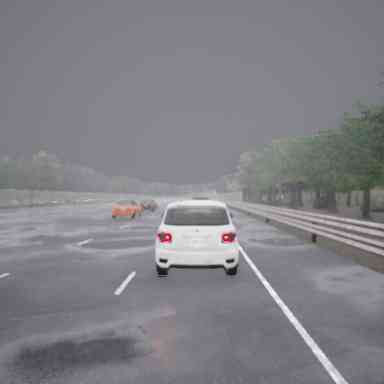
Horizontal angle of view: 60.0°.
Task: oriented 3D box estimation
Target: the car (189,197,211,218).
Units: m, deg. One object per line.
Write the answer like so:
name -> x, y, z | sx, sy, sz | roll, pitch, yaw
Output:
car -> 0.882, 1.530, 35.693 | 2.150, 2.045, 5.566 | 0, 0, 2

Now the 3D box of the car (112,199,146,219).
car -> -6.123, 1.587, 32.014 | 2.097, 1.767, 4.553 | 0, -1, 2

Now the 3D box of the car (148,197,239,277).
car -> 0.161, 1.266, 10.561 | 2.150, 2.045, 5.566 | 0, 0, 1

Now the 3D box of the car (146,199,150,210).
car -> -5.808, 1.747, 44.448 | 2.097, 1.767, 4.553 | 0, -1, 1

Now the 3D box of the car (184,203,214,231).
car -> 0.504, 1.621, 22.859 | 1.882, 1.535, 5.008 | 0, 0, 2

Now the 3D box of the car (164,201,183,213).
car -> -2.327, 1.949, 43.487 | 2.033, 1.411, 5.357 | 0, -1, 1
